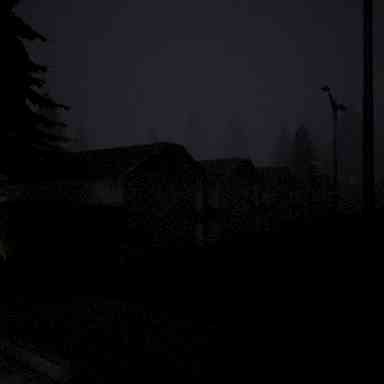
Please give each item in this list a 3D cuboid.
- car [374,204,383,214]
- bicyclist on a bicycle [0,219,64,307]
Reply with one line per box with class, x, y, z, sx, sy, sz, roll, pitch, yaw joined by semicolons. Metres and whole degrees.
car;24.341;2.116;40.518;4.718;1.301;1.895;0;-1;36
bicyclist on a bicycle;-3.268;1.354;6.604;0.582;1.620;1.656;0;0;35
